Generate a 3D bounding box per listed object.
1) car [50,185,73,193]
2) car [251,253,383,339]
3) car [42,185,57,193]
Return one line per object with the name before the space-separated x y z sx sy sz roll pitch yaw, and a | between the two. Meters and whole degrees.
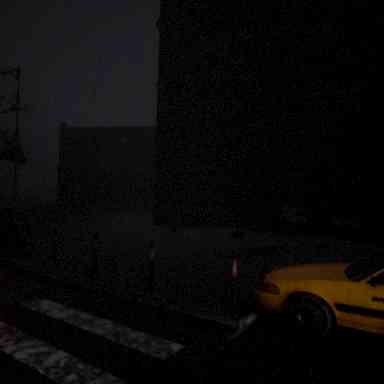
car | -30.152 -0.647 76.762 5.008 1.535 2.097 3 2 24
car | 3.576 1.478 4.956 5.366 1.575 1.946 -1 -1 35
car | -31.245 -0.722 74.222 4.553 1.767 2.185 3 2 24
